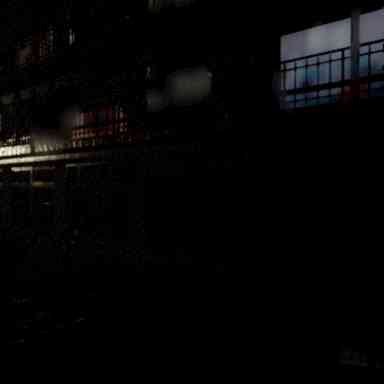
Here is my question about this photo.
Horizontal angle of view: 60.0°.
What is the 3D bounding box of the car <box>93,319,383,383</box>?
[{"bbox_3d":[1.073,1.580,2.109,4.206,1.307,1.802,0,0,35],"label":"car"}]
